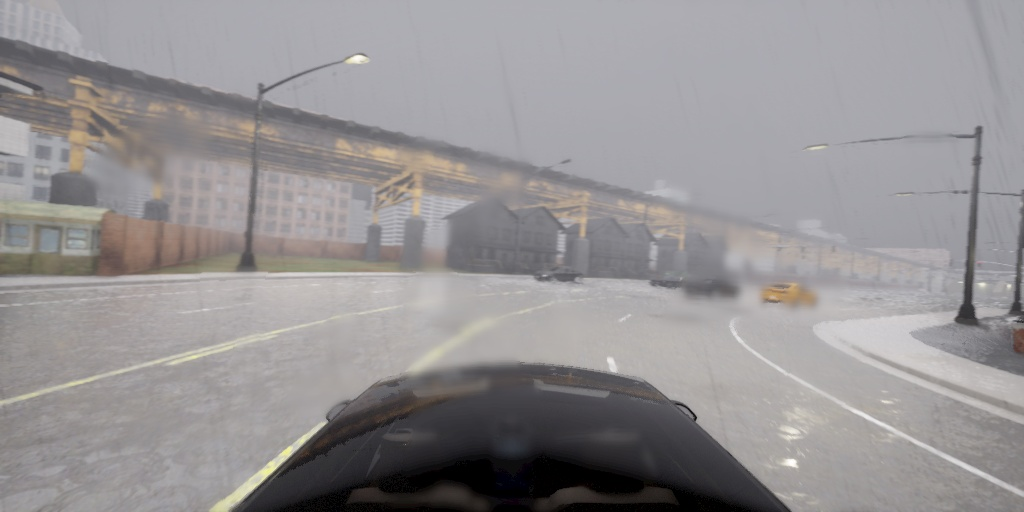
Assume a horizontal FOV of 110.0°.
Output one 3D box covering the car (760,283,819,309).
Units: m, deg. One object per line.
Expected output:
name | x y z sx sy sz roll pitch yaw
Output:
car | 18.572 2.604 23.956 5.008 1.535 1.882 4 0 -32

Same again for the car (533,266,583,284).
car | 4.111 1.649 31.401 4.892 1.490 1.837 4 -1 -35

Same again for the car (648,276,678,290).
car | 15.396 2.545 34.573 4.718 1.301 1.895 4 0 -31

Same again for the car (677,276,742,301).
car | 14.389 2.316 25.544 5.008 1.535 1.882 4 0 -32
